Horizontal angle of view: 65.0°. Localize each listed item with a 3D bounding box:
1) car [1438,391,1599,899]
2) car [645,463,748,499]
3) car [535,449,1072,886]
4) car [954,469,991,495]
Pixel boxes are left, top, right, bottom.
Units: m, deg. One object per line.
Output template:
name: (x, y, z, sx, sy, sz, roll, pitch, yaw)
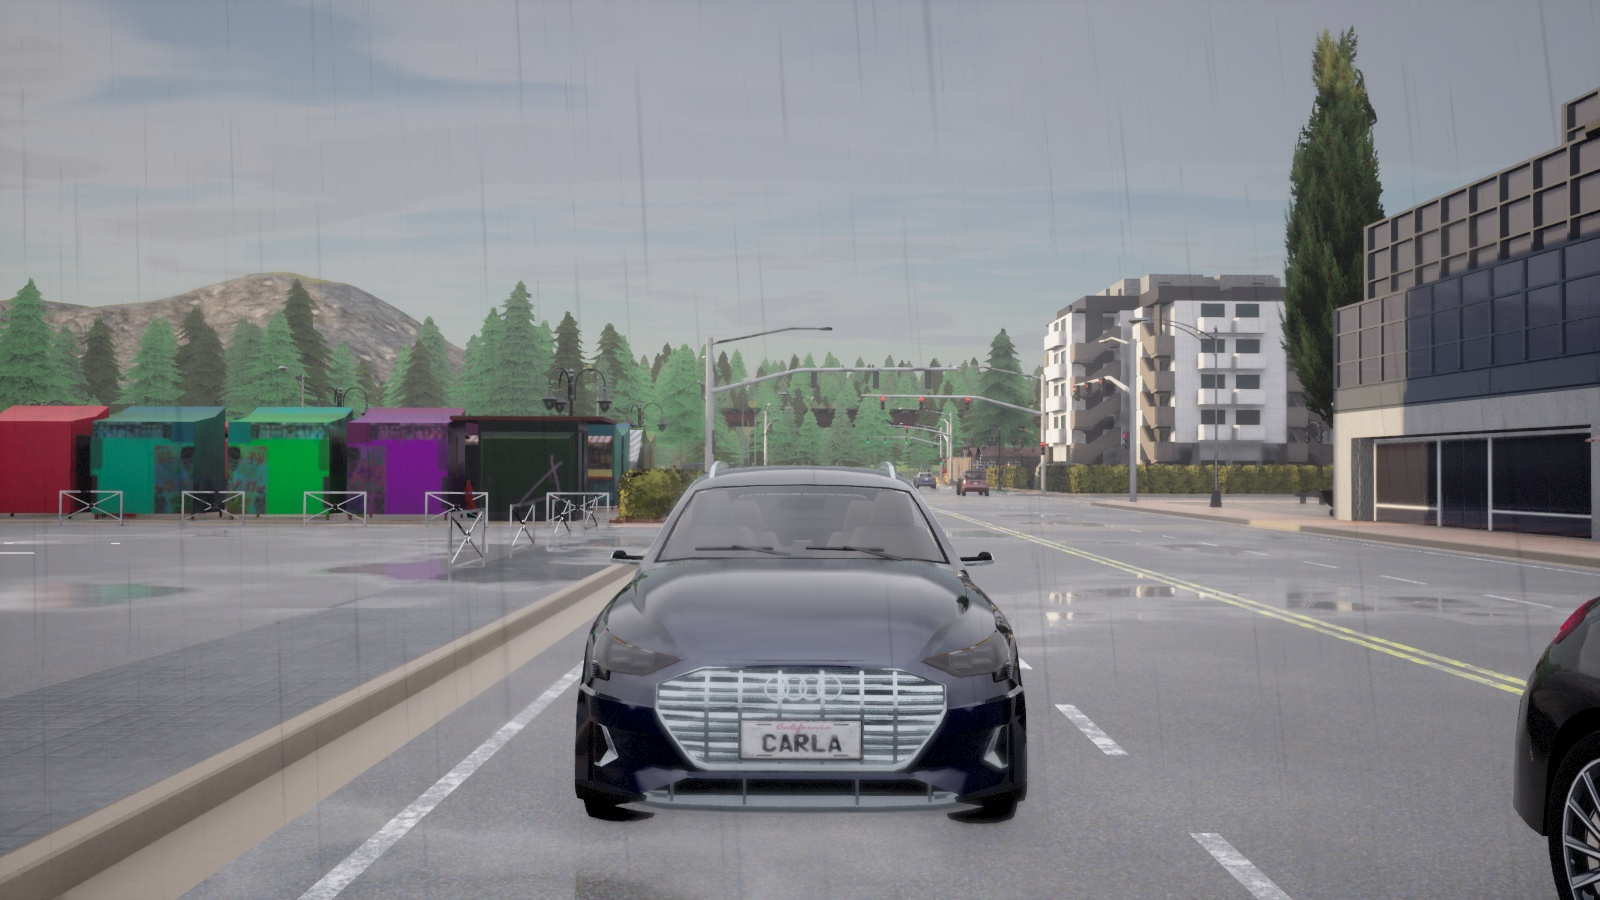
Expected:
car: (3.494, 0.617, 2.241, 2.152, 1.651, 5.027, 0, -1, 0)
car: (-5.951, 1.770, 72.378, 5.566, 2.045, 2.150, 0, -1, 7)
car: (0.019, 0.865, 7.197, 2.033, 1.649, 4.856, 0, -1, 0)
car: (11.118, 2.028, 81.178, 1.851, 1.617, 3.988, 0, -1, 0)
